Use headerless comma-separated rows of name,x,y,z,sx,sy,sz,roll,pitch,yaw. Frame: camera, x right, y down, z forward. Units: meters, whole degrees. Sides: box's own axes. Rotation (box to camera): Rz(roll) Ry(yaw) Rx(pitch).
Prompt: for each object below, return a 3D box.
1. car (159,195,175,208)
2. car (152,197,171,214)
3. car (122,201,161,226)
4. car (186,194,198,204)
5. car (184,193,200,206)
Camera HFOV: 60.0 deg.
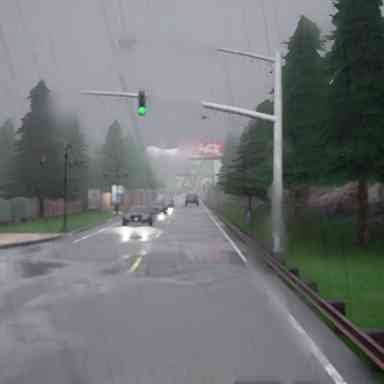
car,-3.565,1.458,48.358,2.128,1.511,4.902,0,0,0
car,-3.590,1.540,34.133,1.994,1.385,4.181,0,0,0
car,-3.594,1.547,23.420,1.994,1.385,4.181,0,0,0
car,-0.002,1.307,63.397,2.097,1.767,4.553,0,0,0
car,-0.002,1.184,52.809,2.150,2.045,5.566,0,0,0
